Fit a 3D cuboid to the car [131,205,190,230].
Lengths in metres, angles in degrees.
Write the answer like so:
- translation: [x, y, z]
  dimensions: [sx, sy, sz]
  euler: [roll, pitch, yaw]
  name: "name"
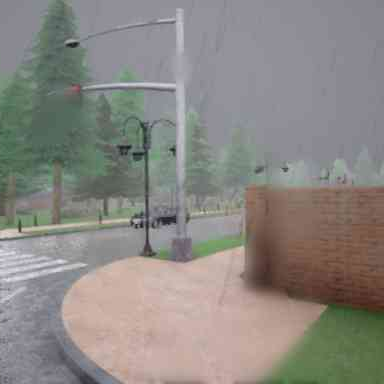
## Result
- translation: [-2.036, 1.661, 22.581]
  dimensions: [2.128, 1.511, 4.902]
  euler: [-1, 0, 34]
  name: "car"
